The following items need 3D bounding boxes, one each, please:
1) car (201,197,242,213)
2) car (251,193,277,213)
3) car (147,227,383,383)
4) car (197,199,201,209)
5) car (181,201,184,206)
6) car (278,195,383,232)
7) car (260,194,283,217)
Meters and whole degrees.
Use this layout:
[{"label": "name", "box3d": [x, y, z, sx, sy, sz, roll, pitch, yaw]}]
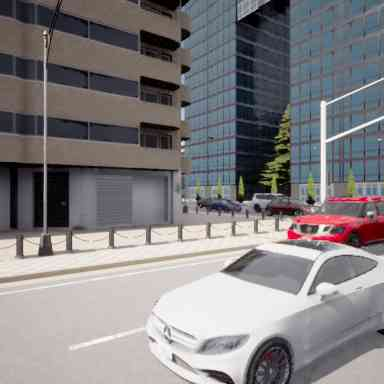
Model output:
[{"label": "car", "box3d": [3.352, 1.470, 36.029, 1.812, 1.442, 4.674, 0, 0, -35]}, {"label": "car", "box3d": [8.635, 1.166, 34.637, 2.150, 2.045, 5.566, 0, 0, -36]}, {"label": "car", "box3d": [1.585, 1.526, 5.131, 4.674, 1.442, 1.812, 0, 0, -36]}, {"label": "car", "box3d": [2.595, 1.436, 43.167, 2.128, 1.511, 4.902, 0, 0, -35]}, {"label": "car", "box3d": [-3.174, 1.545, 51.409, 1.895, 1.301, 4.718, 0, 0, -35]}, {"label": "car", "box3d": [6.046, 1.221, 12.633, 5.566, 2.045, 2.150, 0, 0, -36]}, {"label": "car", "box3d": [8.557, 1.297, 28.717, 2.097, 1.767, 4.553, 0, 0, -35]}]
